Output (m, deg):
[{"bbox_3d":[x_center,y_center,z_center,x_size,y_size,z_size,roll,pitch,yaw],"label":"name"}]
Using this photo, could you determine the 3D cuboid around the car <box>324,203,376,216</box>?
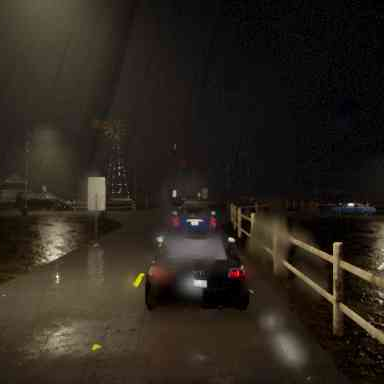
[{"bbox_3d":[17.892,1.943,37.724,5.357,1.411,2.033,1,-2,0],"label":"car"}]

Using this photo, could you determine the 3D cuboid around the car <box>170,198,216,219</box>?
[{"bbox_3d":[0.115,1.377,16.447,2.097,1.767,4.553,0,0,0],"label":"car"}]

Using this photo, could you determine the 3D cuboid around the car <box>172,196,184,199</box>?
[{"bbox_3d":[-2.757,1.666,57.168,1.882,1.535,5.008,0,0,0],"label":"car"}]

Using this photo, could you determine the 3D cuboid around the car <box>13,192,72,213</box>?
[{"bbox_3d":[-15.343,1.065,34.293,5.566,2.045,2.150,1,-2,-2],"label":"car"}]

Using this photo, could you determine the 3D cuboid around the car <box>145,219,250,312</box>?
[{"bbox_3d":[0.106,1.572,7.804,1.994,1.385,4.181,0,0,0],"label":"car"}]

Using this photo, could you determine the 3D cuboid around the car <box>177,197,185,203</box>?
[{"bbox_3d":[-2.652,1.946,80.292,1.895,1.301,4.718,0,0,0],"label":"car"}]

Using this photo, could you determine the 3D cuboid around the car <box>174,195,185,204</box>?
[{"bbox_3d":[-2.668,1.621,69.432,2.097,1.767,4.553,0,0,0],"label":"car"}]
